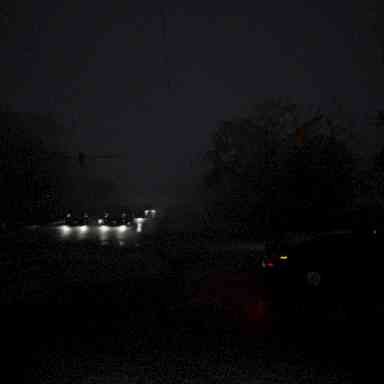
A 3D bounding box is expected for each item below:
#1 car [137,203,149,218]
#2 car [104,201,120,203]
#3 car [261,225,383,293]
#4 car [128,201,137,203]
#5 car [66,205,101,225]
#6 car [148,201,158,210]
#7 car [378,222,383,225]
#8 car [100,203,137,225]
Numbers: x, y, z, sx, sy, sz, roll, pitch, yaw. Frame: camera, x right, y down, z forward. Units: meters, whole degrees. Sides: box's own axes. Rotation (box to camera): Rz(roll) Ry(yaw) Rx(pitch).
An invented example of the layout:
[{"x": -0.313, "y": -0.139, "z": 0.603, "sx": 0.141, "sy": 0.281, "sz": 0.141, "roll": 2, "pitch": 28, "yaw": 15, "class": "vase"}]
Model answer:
[{"x": -7.122, "y": 2.509, "z": 42.805, "sx": 1.812, "sy": 1.442, "sz": 4.674, "roll": 0, "pitch": 0, "yaw": 0, "class": "car"}, {"x": -10.619, "y": 2.208, "z": 43.461, "sx": 2.150, "sy": 2.045, "sz": 5.566, "roll": 0, "pitch": 0, "yaw": 0, "class": "car"}, {"x": 4.198, "y": 1.729, "z": 8.807, "sx": 4.674, "sy": 1.442, "sz": 1.812, "roll": 0, "pitch": -2, "yaw": 0, "class": "car"}, {"x": -10.569, "y": 2.349, "z": 58.368, "sx": 1.812, "sy": 1.442, "sz": 4.674, "roll": 0, "pitch": 1, "yaw": 1, "class": "car"}, {"x": -10.618, "y": 2.225, "z": 32.582, "sx": 2.097, "sy": 1.767, "sz": 4.553, "roll": 0, "pitch": -1, "yaw": 0, "class": "car"}, {"x": -7.068, "y": 2.370, "z": 58.489, "sx": 2.033, "sy": 1.411, "sz": 5.357, "roll": 0, "pitch": 1, "yaw": 0, "class": "car"}, {"x": 11.955, "y": 2.022, "z": 16.008, "sx": 4.718, "sy": 1.301, "sz": 1.895, "roll": 0, "pitch": -2, "yaw": -1, "class": "car"}, {"x": -7.097, "y": 2.226, "z": 32.572, "sx": 2.097, "sy": 1.767, "sz": 4.553, "roll": 0, "pitch": -1, "yaw": -1, "class": "car"}]
